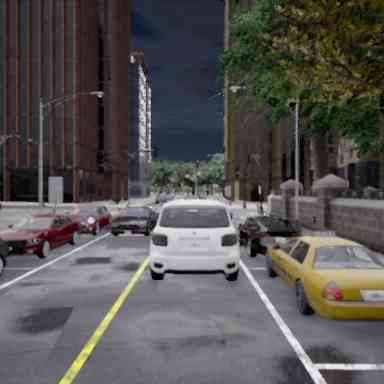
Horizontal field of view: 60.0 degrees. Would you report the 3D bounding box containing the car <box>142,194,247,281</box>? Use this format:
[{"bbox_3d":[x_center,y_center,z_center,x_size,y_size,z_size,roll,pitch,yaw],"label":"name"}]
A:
[{"bbox_3d":[0.087,1.208,9.908,2.150,2.045,5.566,0,0,1],"label":"car"}]

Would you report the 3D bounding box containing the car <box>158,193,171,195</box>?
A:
[{"bbox_3d":[-5.513,1.234,60.957,2.192,1.841,5.009,0,0,0],"label":"car"}]

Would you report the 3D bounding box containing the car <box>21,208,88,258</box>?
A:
[{"bbox_3d":[-5.714,1.525,12.636,1.887,1.381,4.507,0,0,0],"label":"car"}]

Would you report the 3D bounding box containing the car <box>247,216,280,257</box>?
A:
[{"bbox_3d":[2.811,1.546,12.603,1.947,1.339,4.313,0,0,0],"label":"car"}]

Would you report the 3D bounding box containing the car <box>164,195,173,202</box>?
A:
[{"bbox_3d":[-5.445,1.428,77.100,1.752,1.417,4.829,0,0,0],"label":"car"}]

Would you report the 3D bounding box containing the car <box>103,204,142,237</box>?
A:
[{"bbox_3d":[-2.994,1.520,18.273,2.033,1.411,5.357,0,0,1],"label":"car"}]

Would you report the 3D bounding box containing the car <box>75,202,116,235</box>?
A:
[{"bbox_3d":[-5.692,1.412,18.093,1.967,1.590,4.097,0,0,0],"label":"car"}]

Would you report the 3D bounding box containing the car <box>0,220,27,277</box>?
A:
[{"bbox_3d":[-5.737,1.539,7.179,2.008,1.369,4.403,0,0,0],"label":"car"}]

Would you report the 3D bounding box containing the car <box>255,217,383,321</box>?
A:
[{"bbox_3d":[2.789,1.514,7.316,1.752,1.417,4.829,0,0,0],"label":"car"}]

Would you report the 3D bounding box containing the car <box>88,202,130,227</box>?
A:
[{"bbox_3d":[-5.670,1.490,23.380,1.752,1.417,4.829,0,0,0],"label":"car"}]

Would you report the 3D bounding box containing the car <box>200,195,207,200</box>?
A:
[{"bbox_3d":[3.127,1.418,88.280,1.752,1.417,4.829,0,0,0],"label":"car"}]

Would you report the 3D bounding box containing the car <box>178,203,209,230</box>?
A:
[{"bbox_3d":[0.112,1.493,21.851,1.812,1.442,4.674,0,0,1],"label":"car"}]

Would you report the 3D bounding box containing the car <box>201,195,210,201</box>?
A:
[{"bbox_3d":[3.081,1.447,77.235,1.887,1.381,4.507,0,0,0],"label":"car"}]

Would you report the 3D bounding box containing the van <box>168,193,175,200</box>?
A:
[{"bbox_3d":[-5.400,1.234,88.145,1.690,1.788,3.998,0,0,0],"label":"van"}]

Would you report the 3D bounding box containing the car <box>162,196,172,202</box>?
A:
[{"bbox_3d":[-5.467,1.490,71.833,1.802,1.307,4.206,0,0,0],"label":"car"}]
